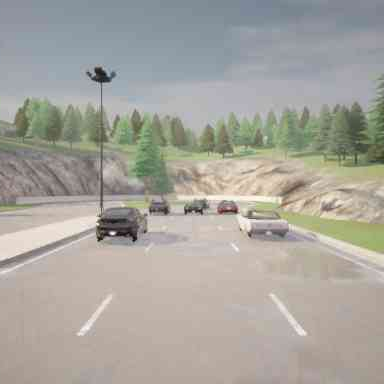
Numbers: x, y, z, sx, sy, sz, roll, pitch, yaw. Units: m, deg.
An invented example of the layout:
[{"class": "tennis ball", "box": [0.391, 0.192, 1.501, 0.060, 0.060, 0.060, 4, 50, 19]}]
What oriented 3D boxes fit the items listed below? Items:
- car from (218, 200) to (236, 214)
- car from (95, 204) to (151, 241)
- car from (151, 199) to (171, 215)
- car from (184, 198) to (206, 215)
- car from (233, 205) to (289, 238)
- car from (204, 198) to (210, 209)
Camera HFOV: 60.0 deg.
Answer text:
[{"class": "car", "box": [3.743, 1.563, 35.091, 1.994, 1.385, 4.181, 0, 0, 2]}, {"class": "car", "box": [-3.400, 1.505, 16.658, 1.837, 1.490, 4.892, 0, 0, 0]}, {"class": "car", "box": [-3.287, 1.490, 34.432, 2.128, 1.511, 4.902, 0, 0, 2]}, {"class": "car", "box": [0.220, 1.601, 34.375, 1.895, 1.301, 4.718, 0, 0, 2]}, {"class": "car", "box": [3.600, 1.601, 17.761, 1.895, 1.301, 4.718, 0, 0, 0]}, {"class": "car", "box": [1.186, 1.492, 43.638, 2.128, 1.511, 4.902, 0, 0, 11]}]
